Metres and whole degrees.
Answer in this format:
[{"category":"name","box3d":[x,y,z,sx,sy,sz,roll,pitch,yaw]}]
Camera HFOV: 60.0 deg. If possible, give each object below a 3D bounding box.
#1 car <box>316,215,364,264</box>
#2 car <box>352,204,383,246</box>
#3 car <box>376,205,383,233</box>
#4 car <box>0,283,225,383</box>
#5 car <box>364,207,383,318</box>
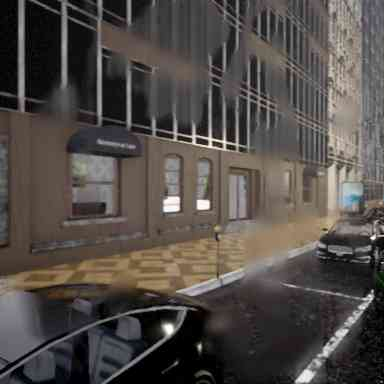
[{"category":"car","box3d":[5.605,1.555,11.288,2.008,1.369,4.403,0,0,38]},{"category":"car","box3d":[9.110,1.451,15.720,1.967,1.590,4.097,0,0,38]},{"category":"car","box3d":[12.508,1.543,20.016,1.752,1.417,4.829,0,0,38]},{"category":"car","box3d":[-1.404,1.560,2.428,1.947,1.339,4.313,0,0,38]},{"category":"car","box3d":[5.317,1.228,6.750,2.150,2.045,5.566,0,0,38]}]
